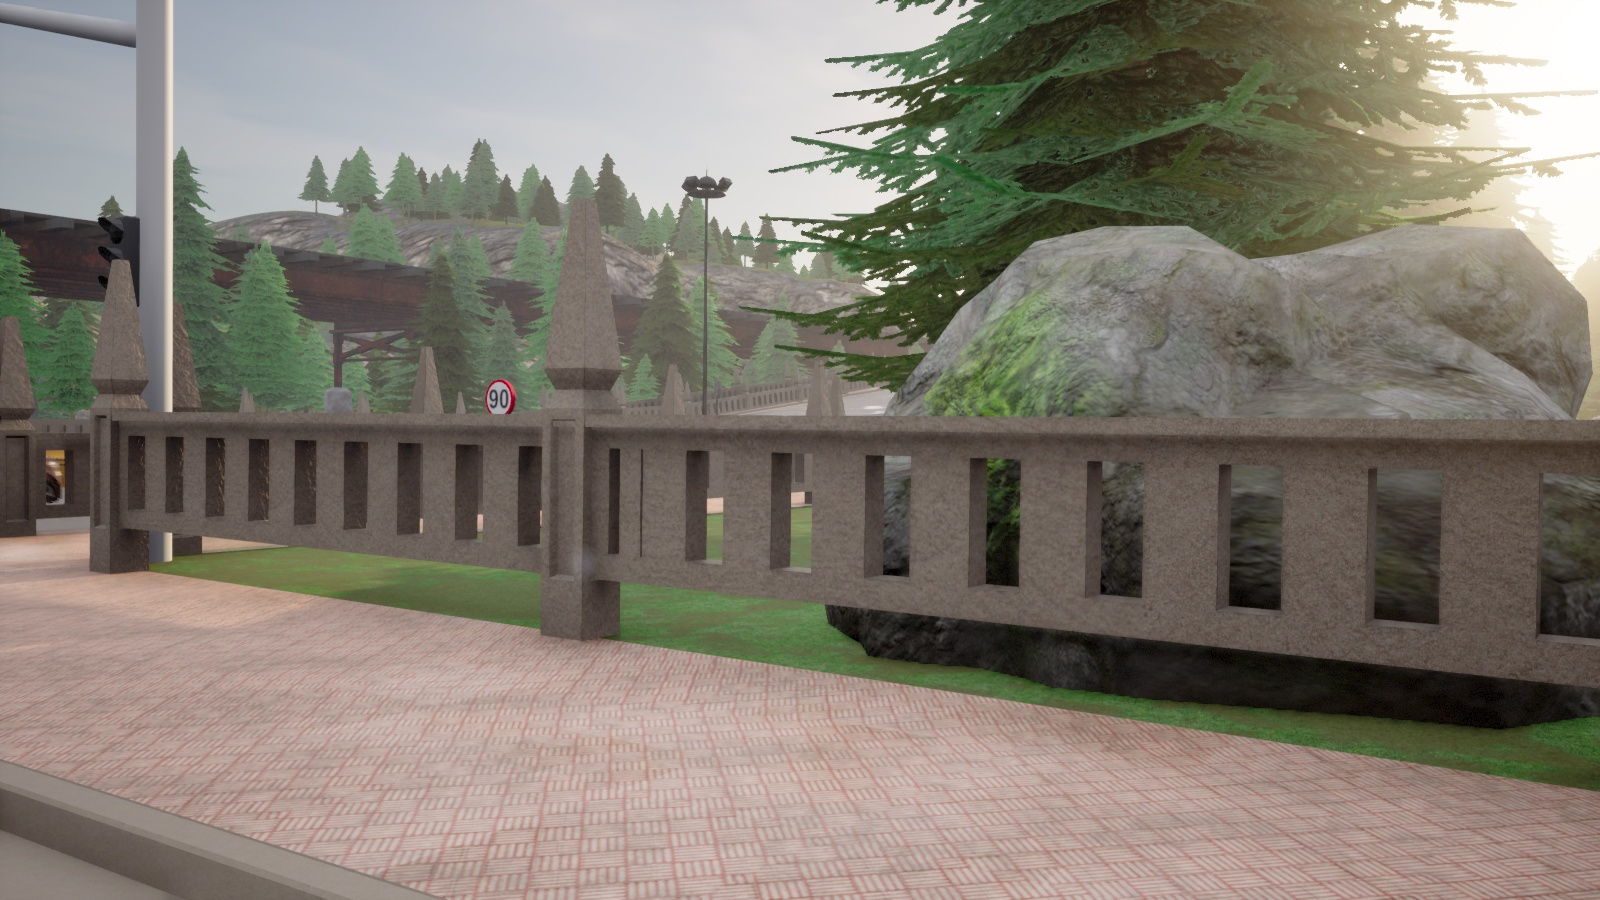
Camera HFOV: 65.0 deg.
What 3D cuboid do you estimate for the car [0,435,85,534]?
[{"bbox_3d":[-13.700,0.565,19.884,1.789,1.549,3.705,0,1,34],"label":"car"}]
